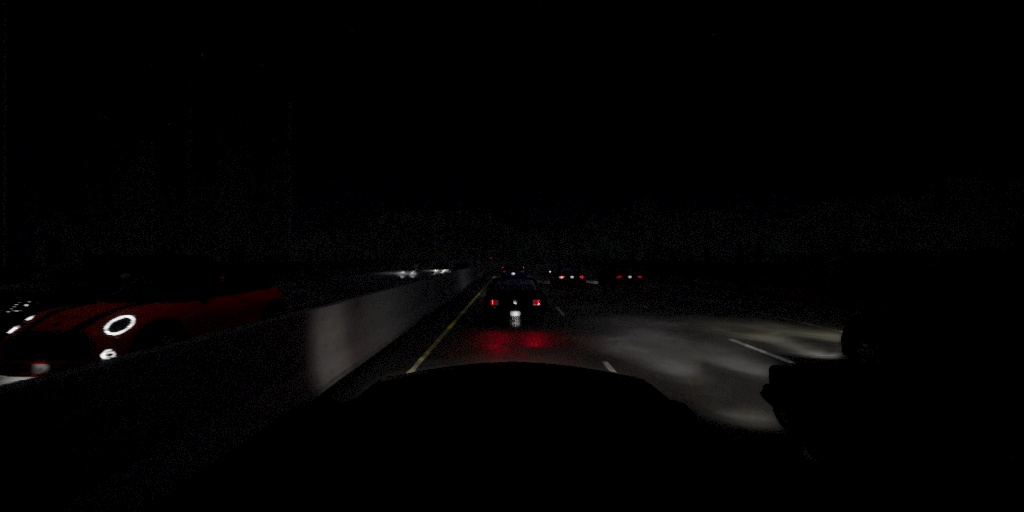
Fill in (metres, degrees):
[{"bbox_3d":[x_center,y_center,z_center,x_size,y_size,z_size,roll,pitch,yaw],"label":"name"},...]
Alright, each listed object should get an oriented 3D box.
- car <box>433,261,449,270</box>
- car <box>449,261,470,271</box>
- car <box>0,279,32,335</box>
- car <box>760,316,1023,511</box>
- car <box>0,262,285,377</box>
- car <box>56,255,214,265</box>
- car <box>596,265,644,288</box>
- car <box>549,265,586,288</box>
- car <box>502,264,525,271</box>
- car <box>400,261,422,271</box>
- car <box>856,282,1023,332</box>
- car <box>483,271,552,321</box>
[{"bbox_3d":[-10.556,1.386,53.951,1.994,1.385,4.181,0,0,0],"label":"car"},{"bbox_3d":[-7.063,1.362,50.917,2.033,1.411,5.357,0,0,0],"label":"car"},{"bbox_3d":[-14.099,1.320,7.699,1.994,1.385,4.181,0,0,0],"label":"car"},{"bbox_3d":[3.601,1.351,1.691,1.895,1.301,4.718,0,0,0],"label":"car"},{"bbox_3d":[-7.099,1.108,7.643,2.097,1.767,4.553,0,0,0],"label":"car"},{"bbox_3d":[-10.600,0.979,9.629,2.150,2.045,5.566,0,0,0],"label":"car"},{"bbox_3d":[7.102,1.320,24.094,2.033,1.411,5.357,0,0,0],"label":"car"},{"bbox_3d":[3.602,1.320,23.998,2.033,1.411,5.357,0,0,0],"label":"car"},{"bbox_3d":[0.102,1.342,29.709,1.994,1.385,4.181,0,0,0],"label":"car"},{"bbox_3d":[-14.066,1.414,50.221,1.895,1.301,4.718,0,0,0],"label":"car"},{"bbox_3d":[7.102,1.105,4.684,2.097,1.767,4.553,0,0,0],"label":"car"},{"bbox_3d":[0.101,1.362,12.478,1.895,1.301,4.718,0,0,0],"label":"car"}]
